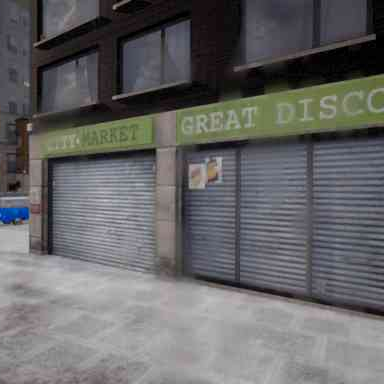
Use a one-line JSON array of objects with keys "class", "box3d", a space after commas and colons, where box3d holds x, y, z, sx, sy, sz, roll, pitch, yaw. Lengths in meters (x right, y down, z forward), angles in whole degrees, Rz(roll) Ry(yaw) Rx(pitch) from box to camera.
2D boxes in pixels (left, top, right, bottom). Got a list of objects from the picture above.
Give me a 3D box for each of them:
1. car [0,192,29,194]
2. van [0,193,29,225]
[{"class": "car", "box3d": [-15.235, 1.034, 26.301, 2.150, 2.045, 5.566, 1, 1, 36]}, {"class": "van", "box3d": [-10.859, 1.203, 22.322, 1.690, 1.788, 3.998, 1, 1, 36]}]
